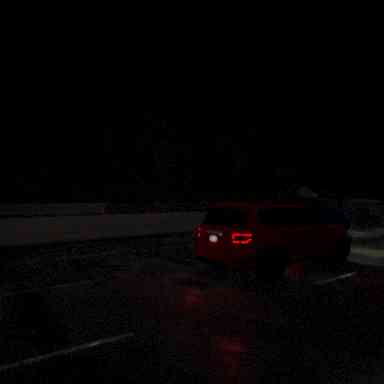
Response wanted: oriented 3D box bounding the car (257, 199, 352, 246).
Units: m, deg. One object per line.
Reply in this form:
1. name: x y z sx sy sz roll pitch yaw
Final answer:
1. car: 6.092 1.428 17.555 5.566 2.045 2.150 1 -1 -40

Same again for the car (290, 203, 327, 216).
1. car: 13.839 2.012 39.301 2.033 1.411 5.357 0 -1 45

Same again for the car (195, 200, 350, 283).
1. car: 2.663 1.333 10.273 5.566 2.045 2.150 1 -1 -38

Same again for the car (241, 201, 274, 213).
1. car: 8.712 1.961 44.073 1.837 1.490 4.892 0 -1 45
